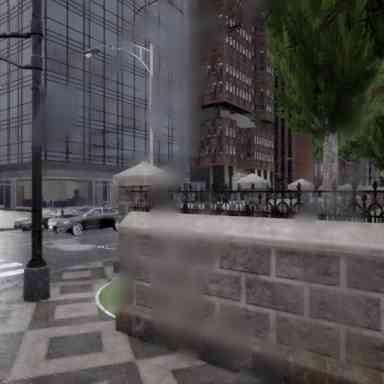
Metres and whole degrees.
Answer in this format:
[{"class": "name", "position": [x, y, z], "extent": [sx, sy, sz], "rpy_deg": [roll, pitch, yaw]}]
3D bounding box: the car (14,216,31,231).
[{"class": "car", "position": [-8.440, 1.631, 20.220], "extent": [2.008, 1.369, 4.403], "rpy_deg": [0, -1, 36]}]

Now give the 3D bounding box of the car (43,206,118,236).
[{"class": "car", "position": [-5.881, 1.576, 19.211], "extent": [2.128, 1.511, 4.902], "rpy_deg": [0, 0, 36]}]
